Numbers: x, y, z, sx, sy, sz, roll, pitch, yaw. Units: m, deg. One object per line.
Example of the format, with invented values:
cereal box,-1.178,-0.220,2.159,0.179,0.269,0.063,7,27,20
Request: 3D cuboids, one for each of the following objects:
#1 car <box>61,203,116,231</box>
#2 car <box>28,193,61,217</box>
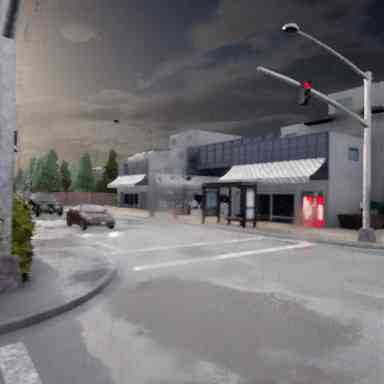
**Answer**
car,-6.223,1.431,20.165,1.812,1.442,4.674,1,-1,-36
car,-13.484,1.114,30.413,2.150,2.045,5.566,1,0,-35
